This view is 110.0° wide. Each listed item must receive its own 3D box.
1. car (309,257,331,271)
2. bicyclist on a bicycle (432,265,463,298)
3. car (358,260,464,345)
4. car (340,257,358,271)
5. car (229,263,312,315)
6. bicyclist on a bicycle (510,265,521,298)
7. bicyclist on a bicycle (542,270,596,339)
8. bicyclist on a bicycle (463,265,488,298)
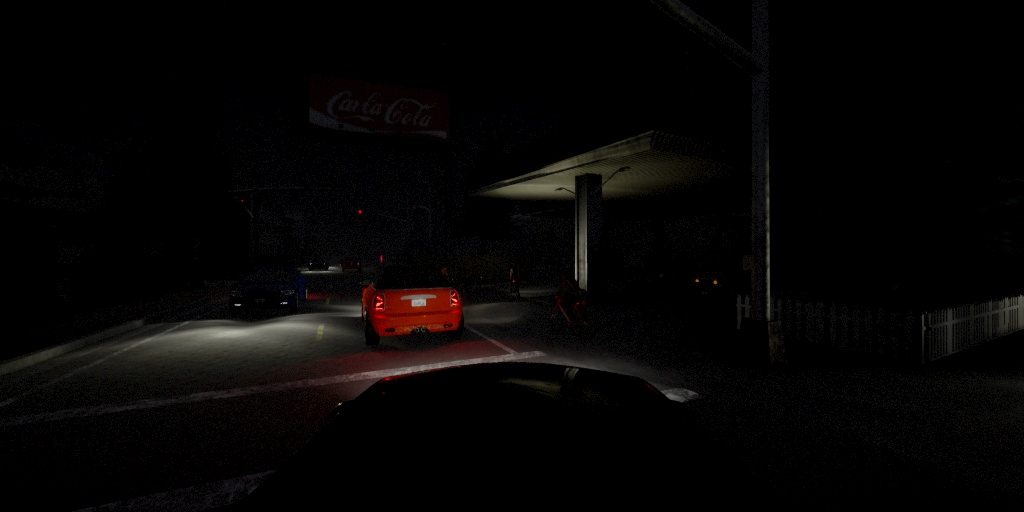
[{"bbox_3d":[-24.993,0.975,46.385,2.097,1.767,4.553,0,0,-26],"label":"car"},{"bbox_3d":[-3.204,1.237,16.513,1.656,1.620,0.582,1,0,35],"label":"bicyclist on a bicycle"},{"bbox_3d":[-2.829,1.002,9.502,2.097,1.767,4.553,0,0,-24],"label":"car"},{"bbox_3d":[-20.533,0.967,45.677,2.097,1.767,4.553,0,0,-26],"label":"car"},{"bbox_3d":[-8.951,1.149,13.517,1.882,1.535,5.008,1,-1,-25],"label":"car"},{"bbox_3d":[0.156,1.271,18.132,0.582,1.620,1.656,0,0,14],"label":"bicyclist on a bicycle"},{"bbox_3d":[1.403,1.181,8.962,0.582,1.620,1.656,3,-2,-45],"label":"bicyclist on a bicycle"},{"bbox_3d":[-1.948,1.267,17.941,1.656,1.620,0.582,1,0,-23],"label":"bicyclist on a bicycle"}]
